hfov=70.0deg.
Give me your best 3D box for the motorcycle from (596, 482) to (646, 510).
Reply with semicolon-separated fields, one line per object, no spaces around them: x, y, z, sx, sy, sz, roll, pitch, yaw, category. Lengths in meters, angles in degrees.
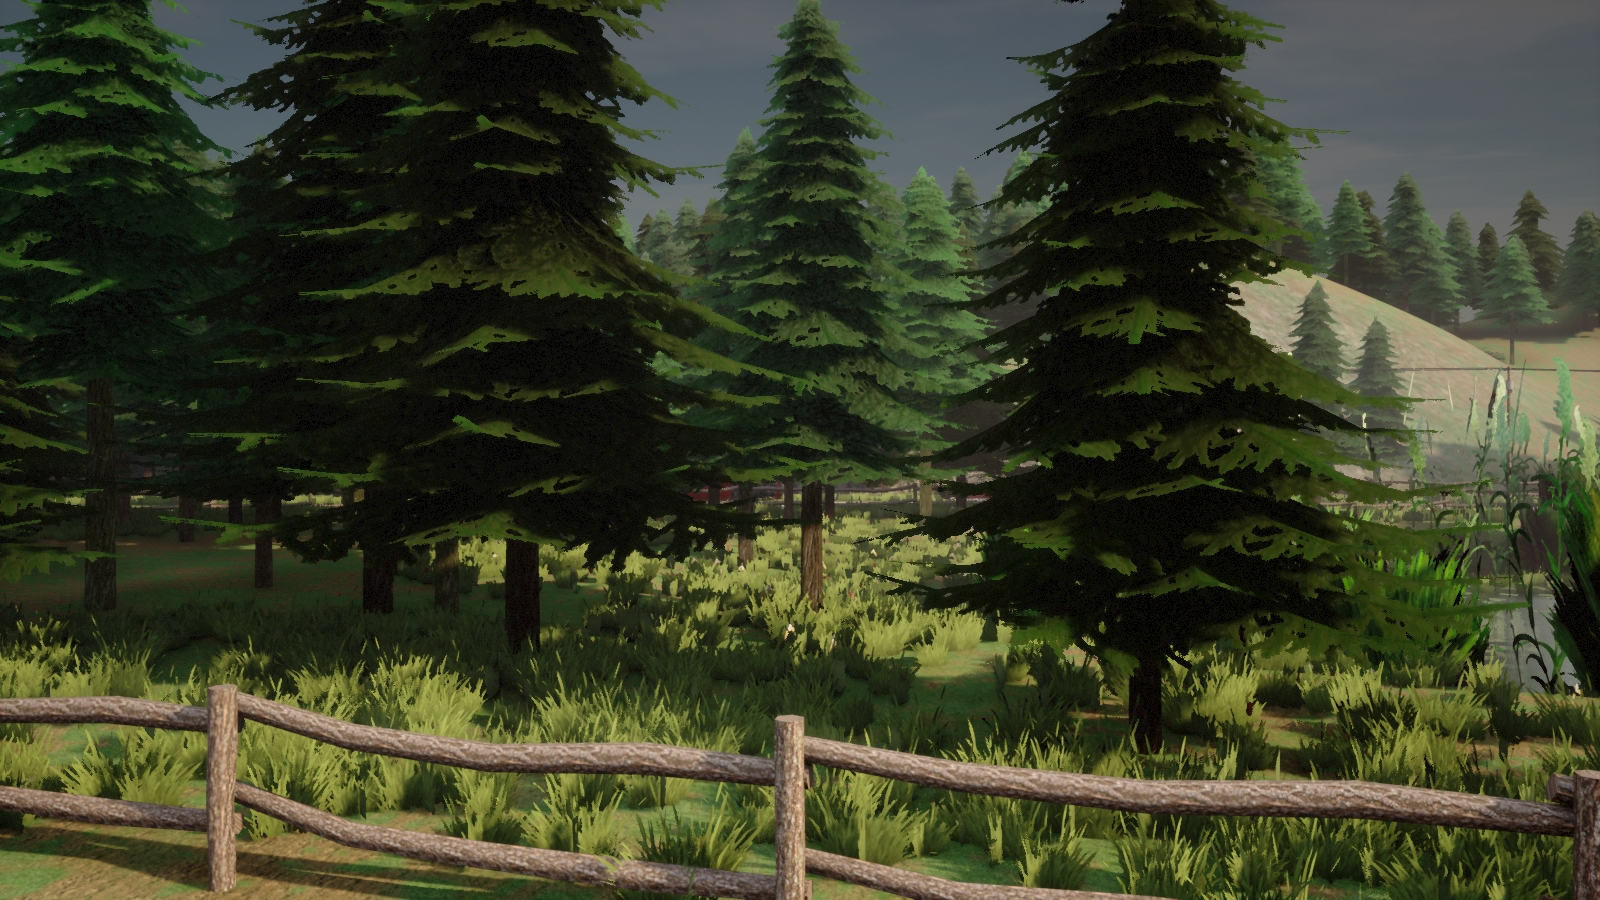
-8.474;2.178;54.102;2.209;1.251;0.867;0;0;14;motorcycle
